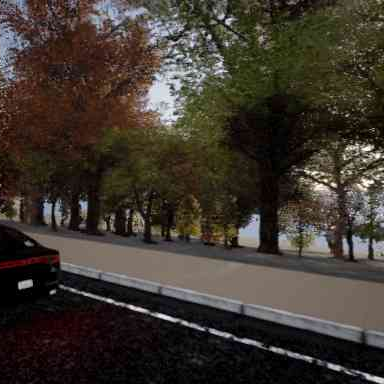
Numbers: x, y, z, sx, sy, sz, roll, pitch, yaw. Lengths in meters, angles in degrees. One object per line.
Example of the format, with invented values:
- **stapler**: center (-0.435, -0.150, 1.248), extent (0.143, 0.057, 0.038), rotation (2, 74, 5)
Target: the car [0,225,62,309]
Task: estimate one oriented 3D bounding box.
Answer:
- **car**: center (-4.879, 1.423, 7.164), extent (5.008, 1.535, 1.882), rotation (0, 0, 35)
